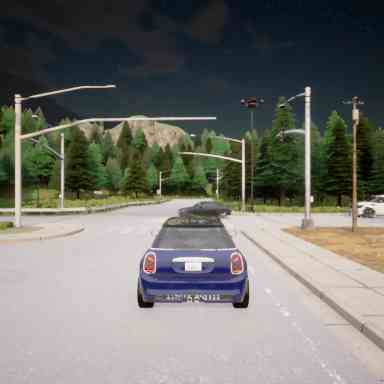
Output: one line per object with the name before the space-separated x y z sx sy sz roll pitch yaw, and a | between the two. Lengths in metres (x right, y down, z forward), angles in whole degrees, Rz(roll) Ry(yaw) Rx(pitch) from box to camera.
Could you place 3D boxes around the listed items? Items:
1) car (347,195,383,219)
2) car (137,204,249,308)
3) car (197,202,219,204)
car | 16.445 1.248 28.662 5.566 2.045 2.150 0 0 1
car | 0.040 1.348 8.069 2.097 1.767 4.553 0 0 0
car | 0.969 1.538 27.707 4.674 1.442 1.812 0 -1 -20
